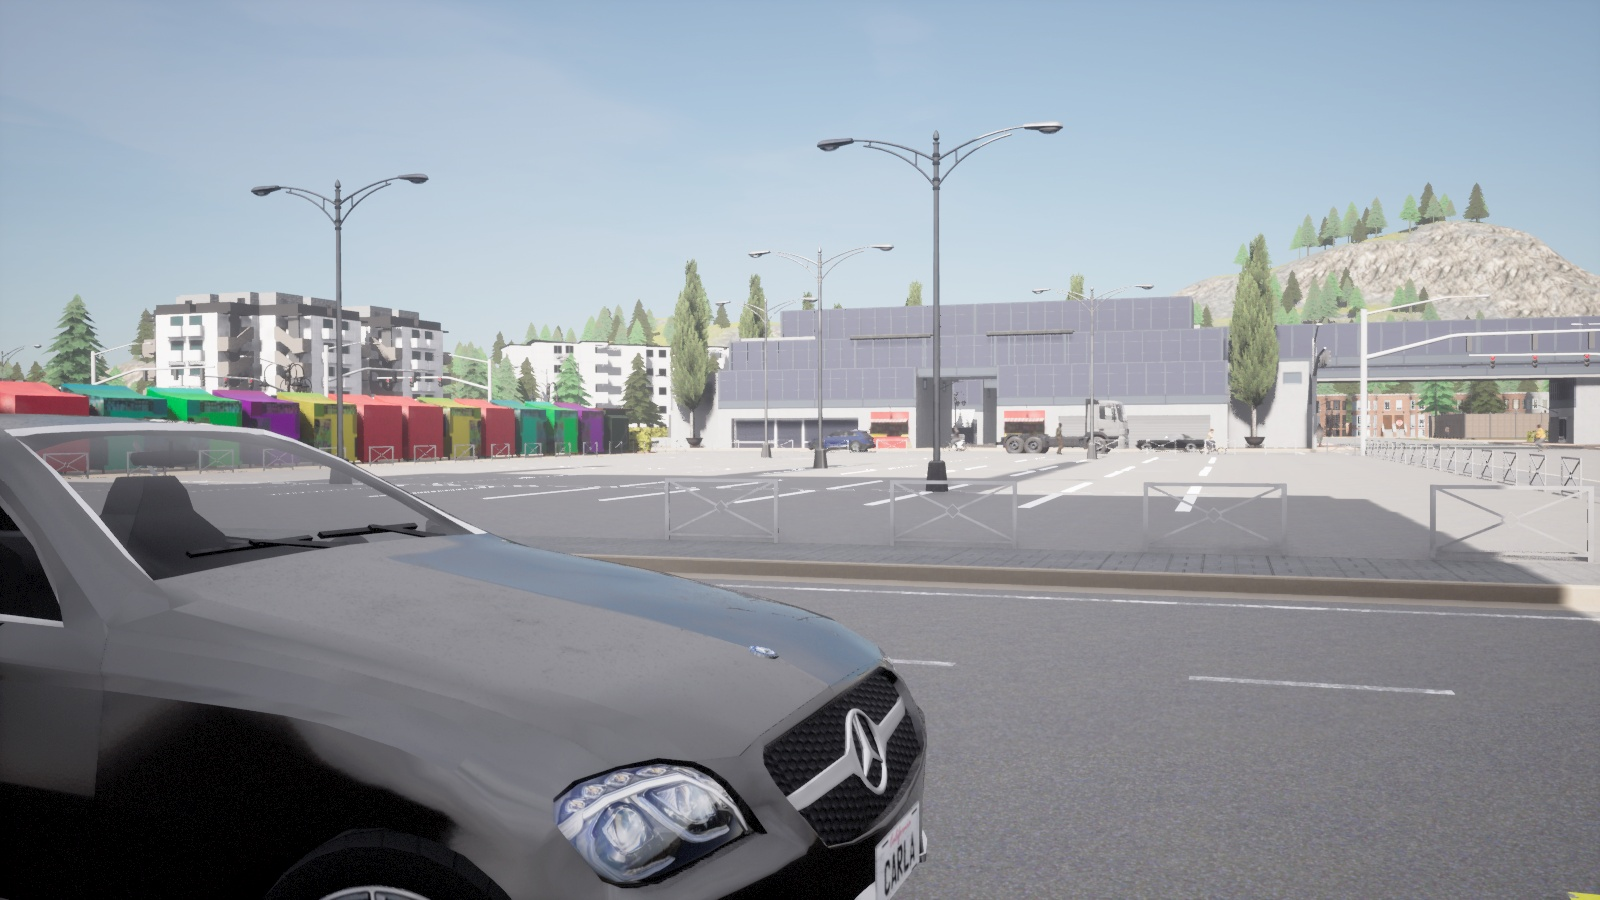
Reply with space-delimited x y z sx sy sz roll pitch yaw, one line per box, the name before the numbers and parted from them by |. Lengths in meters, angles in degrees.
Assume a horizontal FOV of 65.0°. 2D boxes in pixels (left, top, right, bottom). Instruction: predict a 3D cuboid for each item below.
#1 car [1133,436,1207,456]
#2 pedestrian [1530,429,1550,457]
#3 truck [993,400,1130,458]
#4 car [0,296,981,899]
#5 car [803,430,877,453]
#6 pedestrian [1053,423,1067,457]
car | 25.206 -0.293 85.536 4.718 1.301 1.895 1 1 20
pedestrian | 48.717 -0.474 82.675 0.900 1.855 0.874 1 1 18
truck | 16.181 -1.283 77.662 7.936 3.462 2.891 1 1 20
car | -2.137 0.535 3.909 5.027 1.651 2.152 1 1 19
car | 2.874 -0.620 90.111 4.856 1.649 2.033 1 1 20
pedestrian | 14.913 -0.558 72.114 0.692 1.930 0.395 0 1 -8
